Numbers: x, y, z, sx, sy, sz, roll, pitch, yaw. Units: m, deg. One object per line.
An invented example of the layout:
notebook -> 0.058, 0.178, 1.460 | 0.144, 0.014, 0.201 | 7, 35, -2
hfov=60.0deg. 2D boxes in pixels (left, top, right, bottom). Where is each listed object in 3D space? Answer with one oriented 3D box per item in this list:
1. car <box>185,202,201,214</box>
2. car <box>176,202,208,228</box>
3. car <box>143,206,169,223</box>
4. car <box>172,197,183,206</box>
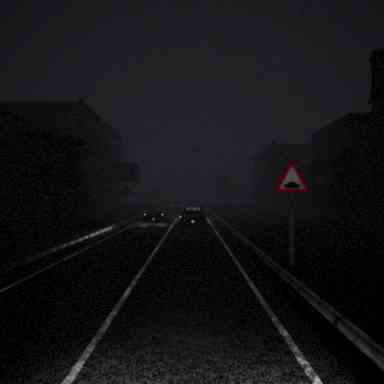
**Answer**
car -> 0.110, 2.015, 41.900 | 1.895, 1.301, 4.718 | 0, 0, 0
car -> 0.095, 1.749, 24.311 | 2.128, 1.511, 4.902 | 0, -1, 1
car -> -3.092, 1.906, 29.019 | 1.895, 1.301, 4.718 | 0, -1, 0
car -> -2.984, 1.928, 69.364 | 2.097, 1.767, 4.553 | 0, 0, 0
